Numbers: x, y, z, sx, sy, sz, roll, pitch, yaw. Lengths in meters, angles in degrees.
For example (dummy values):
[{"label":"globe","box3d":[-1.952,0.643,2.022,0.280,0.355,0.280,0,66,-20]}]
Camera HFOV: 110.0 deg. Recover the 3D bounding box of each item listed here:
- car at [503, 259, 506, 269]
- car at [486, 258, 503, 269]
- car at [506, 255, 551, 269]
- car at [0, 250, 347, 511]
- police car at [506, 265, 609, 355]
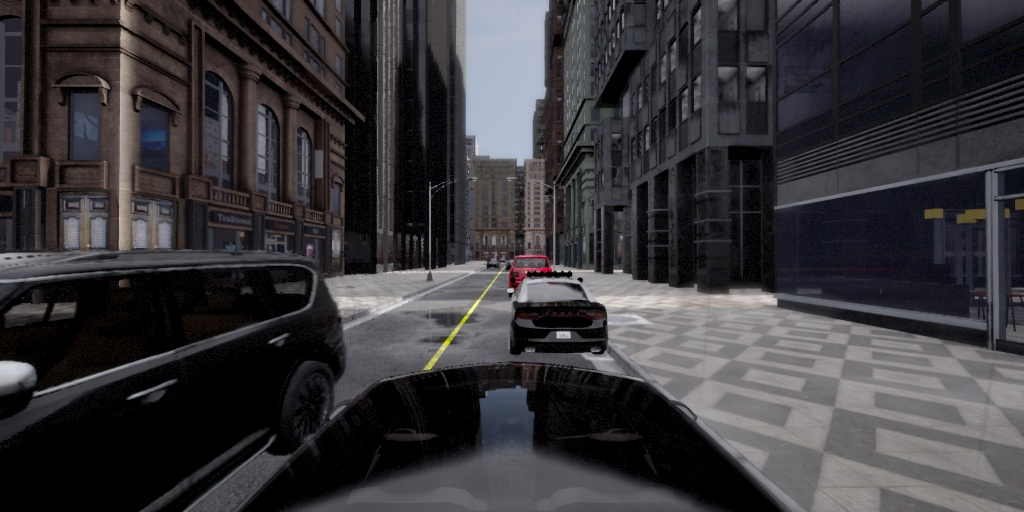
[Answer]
[{"label":"car","box3d":[0.092,1.415,48.560,1.895,1.301,4.718,0,0,1]},{"label":"car","box3d":[-2.949,1.186,56.660,2.097,1.767,4.553,0,0,0]},{"label":"car","box3d":[0.915,0.985,18.778,2.150,2.045,5.566,0,0,0]},{"label":"car","box3d":[-3.102,0.971,2.173,2.150,2.045,5.566,0,0,0]},{"label":"police car","box3d":[0.905,1.179,8.856,1.930,1.638,5.238,0,0,0]}]
